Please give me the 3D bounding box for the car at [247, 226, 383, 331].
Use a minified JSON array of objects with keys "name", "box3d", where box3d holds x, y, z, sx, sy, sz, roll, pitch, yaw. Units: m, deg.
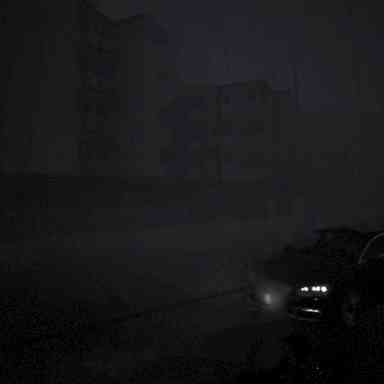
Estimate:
[{"name":"car","box3d":[3.266,1.523,7.025,4.902,1.511,2.128,0,-1,-36]}]
